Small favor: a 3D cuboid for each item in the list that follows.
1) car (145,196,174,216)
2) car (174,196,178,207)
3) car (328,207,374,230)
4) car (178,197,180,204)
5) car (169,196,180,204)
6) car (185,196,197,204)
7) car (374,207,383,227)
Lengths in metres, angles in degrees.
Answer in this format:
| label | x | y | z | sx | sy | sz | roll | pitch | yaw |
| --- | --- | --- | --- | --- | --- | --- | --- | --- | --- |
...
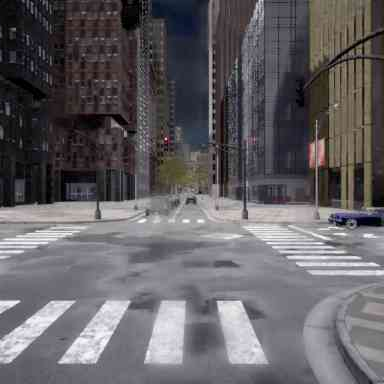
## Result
| label | x | y | z | sx | sy | sz | roll | pitch | yaw |
| --- | --- | --- | --- | --- | --- | --- | --- | --- | --- |
| car | -3.203 | 1.350 | 32.095 | 2.097 | 1.767 | 4.553 | 0 | 0 | 0 |
| car | -3.226 | 1.489 | 42.145 | 2.128 | 1.511 | 4.902 | 0 | 0 | 0 |
| car | 11.029 | 1.602 | 20.629 | 4.718 | 1.301 | 1.895 | 0 | 0 | 0 |
| car | -3.207 | 1.502 | 52.332 | 1.837 | 1.490 | 4.892 | 0 | 0 | 0 |
| car | -3.257 | 1.475 | 62.708 | 1.882 | 1.535 | 5.008 | 0 | 0 | 0 |
| car | -0.158 | 1.502 | 62.829 | 1.837 | 1.490 | 4.892 | 0 | 0 | 0 |
| car | 13.018 | 1.232 | 17.377 | 5.566 | 2.045 | 2.150 | 0 | 0 | 0 |
